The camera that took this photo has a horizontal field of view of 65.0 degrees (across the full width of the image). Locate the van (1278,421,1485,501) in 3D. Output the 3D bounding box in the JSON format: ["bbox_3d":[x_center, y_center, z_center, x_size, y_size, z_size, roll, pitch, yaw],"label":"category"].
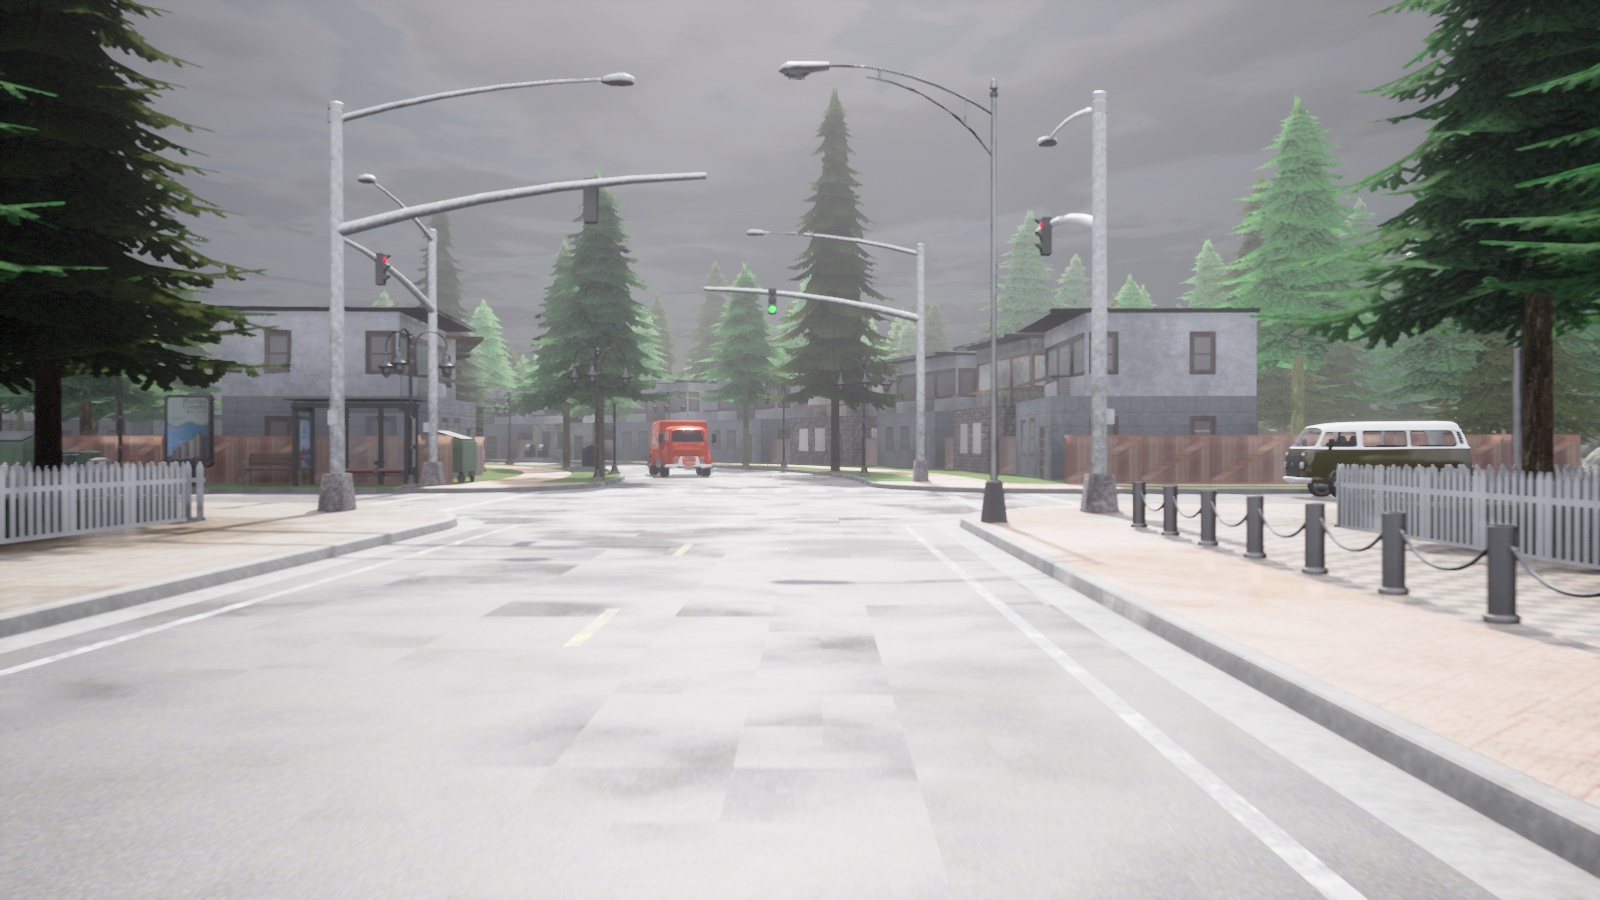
[{"bbox_3d":[15.213,0.281,33.066,4.480,2.038,2.069,0,0,2],"label":"van"}]

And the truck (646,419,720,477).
[{"bbox_3d":[-5.253,-0.092,55.577,2.627,2.467,5.204,0,0,-12],"label":"truck"}]
